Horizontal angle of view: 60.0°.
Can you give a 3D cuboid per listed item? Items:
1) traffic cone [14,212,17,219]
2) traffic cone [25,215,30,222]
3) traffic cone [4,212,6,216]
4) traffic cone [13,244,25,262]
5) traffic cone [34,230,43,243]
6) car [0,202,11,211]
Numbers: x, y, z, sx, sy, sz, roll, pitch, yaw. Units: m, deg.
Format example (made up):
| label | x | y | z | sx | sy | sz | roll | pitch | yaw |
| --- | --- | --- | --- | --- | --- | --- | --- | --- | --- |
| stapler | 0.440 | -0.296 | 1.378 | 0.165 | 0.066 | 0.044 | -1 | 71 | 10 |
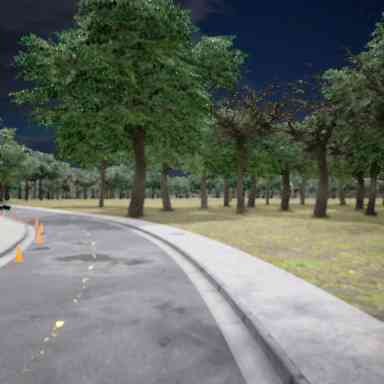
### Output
| label | x | y | z | sx | sy | sz | roll | pitch | yaw |
| --- | --- | --- | --- | --- | --- | --- | --- | --- | --- |
| traffic cone | -17.153 | 2.275 | 32.334 | 0.340 | 0.580 | 0.340 | 1 | -1 | -40 |
| traffic cone | -14.119 | 2.242 | 28.544 | 0.340 | 0.580 | 0.340 | 1 | -1 | -36 |
| traffic cone | -20.345 | 2.308 | 36.183 | 0.340 | 0.580 | 0.340 | 1 | -1 | -40 |
| traffic cone | -5.955 | 2.088 | 11.442 | 0.340 | 0.580 | 0.340 | 0 | -1 | -15 |
| traffic cone | -7.378 | 2.130 | 15.987 | 0.340 | 0.580 | 0.340 | 0 | -1 | -20 |
| car | -26.893 | 2.050 | 46.434 | 4.718 | 1.301 | 1.895 | 0 | -1 | 44 |
